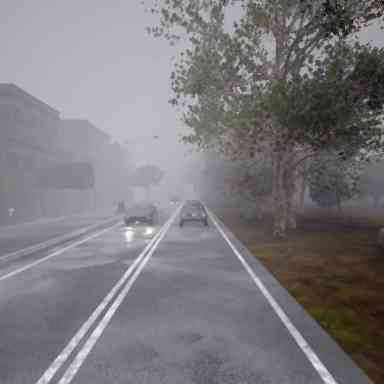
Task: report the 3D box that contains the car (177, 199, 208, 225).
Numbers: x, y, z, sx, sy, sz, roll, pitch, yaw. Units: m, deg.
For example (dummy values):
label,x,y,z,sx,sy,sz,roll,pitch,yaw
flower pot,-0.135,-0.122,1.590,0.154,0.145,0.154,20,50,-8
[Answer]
label,x,y,z,sx,sy,sz,roll,pitch,yaw
car,0.105,1.461,23.023,2.033,1.411,5.357,0,0,0

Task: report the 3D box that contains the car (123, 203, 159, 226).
label,x,y,z,sx,sy,sz,roll,pitch,yaw
car,-3.346,1.461,23.034,2.033,1.411,5.357,0,0,0

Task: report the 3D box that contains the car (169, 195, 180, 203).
label,x,y,z,sx,sy,sz,roll,pitch,yaw
car,-3.262,1.297,63.613,1.994,1.385,4.181,0,0,1

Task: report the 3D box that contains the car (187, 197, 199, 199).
label,x,y,z,sx,sy,sz,roll,pitch,yaw
car,0.108,1.311,41.646,1.882,1.535,5.008,0,0,0
